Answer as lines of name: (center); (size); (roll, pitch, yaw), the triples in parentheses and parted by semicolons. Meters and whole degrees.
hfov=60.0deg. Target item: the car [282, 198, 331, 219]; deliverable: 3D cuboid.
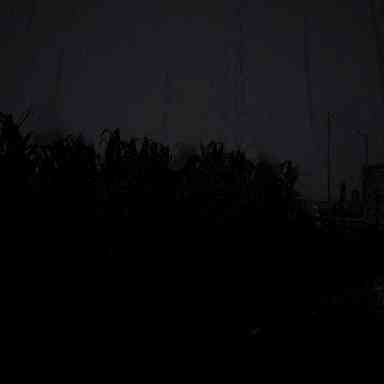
car: (8.946, 1.291, 27.147); (2.097, 1.767, 4.553); (0, 0, -36)
